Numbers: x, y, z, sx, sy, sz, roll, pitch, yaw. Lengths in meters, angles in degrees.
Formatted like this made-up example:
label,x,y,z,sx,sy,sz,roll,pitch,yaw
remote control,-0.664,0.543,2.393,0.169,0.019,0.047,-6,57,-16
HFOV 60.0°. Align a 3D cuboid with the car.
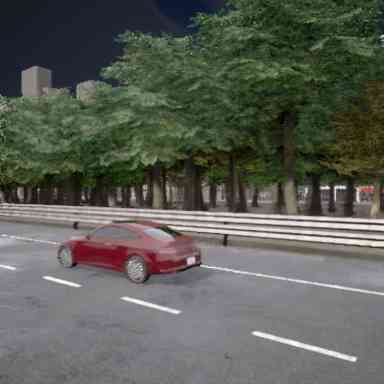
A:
label,x,y,z,sx,sy,sz,roll,pitch,yaw
car,-1.895,1.529,9.525,4.674,1.442,1.812,0,0,36
